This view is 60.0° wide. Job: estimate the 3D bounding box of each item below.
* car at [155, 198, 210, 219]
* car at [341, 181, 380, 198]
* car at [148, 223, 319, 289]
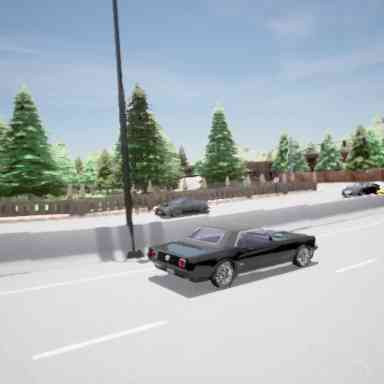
[{"bbox_3d":[-0.700,1.143,24.977,4.181,1.385,1.994,-4,2,-35],"label":"car"},{"bbox_3d":[16.787,-0.270,33.018,4.902,1.511,2.128,-5,3,-35],"label":"car"},{"bbox_3d":[1.309,1.503,8.977,4.718,1.301,1.895,-2,1,-35],"label":"car"}]
